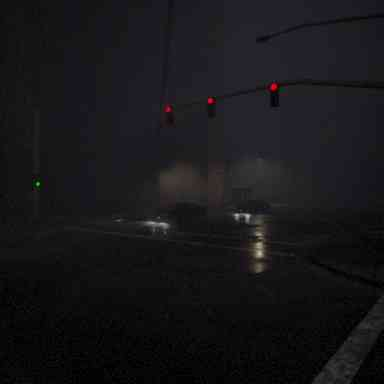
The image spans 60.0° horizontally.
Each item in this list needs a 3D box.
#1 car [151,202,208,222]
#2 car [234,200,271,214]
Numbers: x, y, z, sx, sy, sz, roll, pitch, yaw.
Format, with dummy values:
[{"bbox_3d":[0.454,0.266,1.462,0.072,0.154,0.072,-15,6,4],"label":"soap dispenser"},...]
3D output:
[{"bbox_3d":[-0.831,1.547,27.075,2.033,1.411,5.357,0,0,39],"label":"car"},{"bbox_3d":[6.718,1.548,36.297,2.033,1.411,5.357,0,0,39],"label":"car"}]
